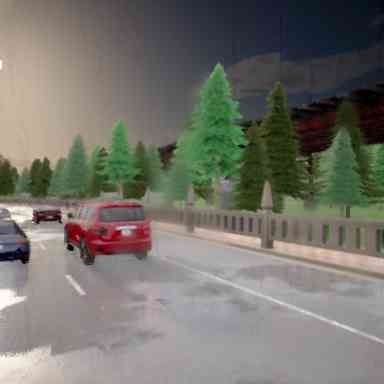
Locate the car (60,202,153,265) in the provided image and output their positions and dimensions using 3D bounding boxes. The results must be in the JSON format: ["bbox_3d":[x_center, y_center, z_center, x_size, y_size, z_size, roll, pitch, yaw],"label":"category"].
[{"bbox_3d":[-3.356,1.375,12.670,2.150,2.045,5.566,1,-1,-30],"label":"car"}]

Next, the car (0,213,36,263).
[{"bbox_3d":[-6.978,1.687,11.953,1.994,1.385,4.181,1,-1,-30],"label":"car"}]

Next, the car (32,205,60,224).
[{"bbox_3d":[-12.069,1.781,27.634,1.882,1.535,5.008,1,-1,-30],"label":"car"}]

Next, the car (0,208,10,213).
[{"bbox_3d":[-13.434,1.782,22.961,2.033,1.411,5.357,1,-1,-30],"label":"car"}]
